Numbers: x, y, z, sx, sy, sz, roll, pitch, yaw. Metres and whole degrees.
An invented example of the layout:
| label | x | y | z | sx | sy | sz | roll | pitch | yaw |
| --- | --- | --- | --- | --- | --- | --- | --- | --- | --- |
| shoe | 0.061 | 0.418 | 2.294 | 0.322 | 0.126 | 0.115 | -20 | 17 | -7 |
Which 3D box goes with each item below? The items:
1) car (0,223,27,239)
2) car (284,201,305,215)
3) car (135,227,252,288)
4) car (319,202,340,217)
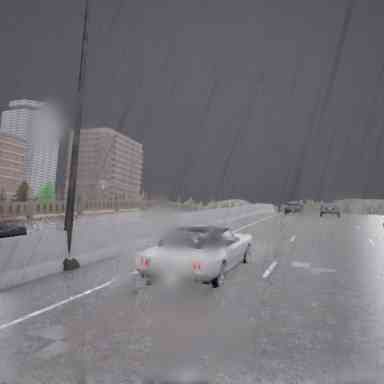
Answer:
| label | x | y | z | sx | sy | sz | roll | pitch | yaw |
| --- | --- | --- | --- | --- | --- | --- | --- | --- | --- |
| car | -7.291 | 1.531 | 9.732 | 1.882 | 1.535 | 5.008 | 0 | 0 | 22 |
| car | 11.216 | 1.702 | 36.254 | 2.128 | 1.511 | 4.902 | 0 | -1 | 22 |
| car | 0.384 | 1.646 | 9.502 | 1.895 | 1.301 | 4.718 | 0 | 0 | 22 |
| car | 13.987 | 1.723 | 33.770 | 2.033 | 1.411 | 5.357 | 0 | -1 | 22 |
